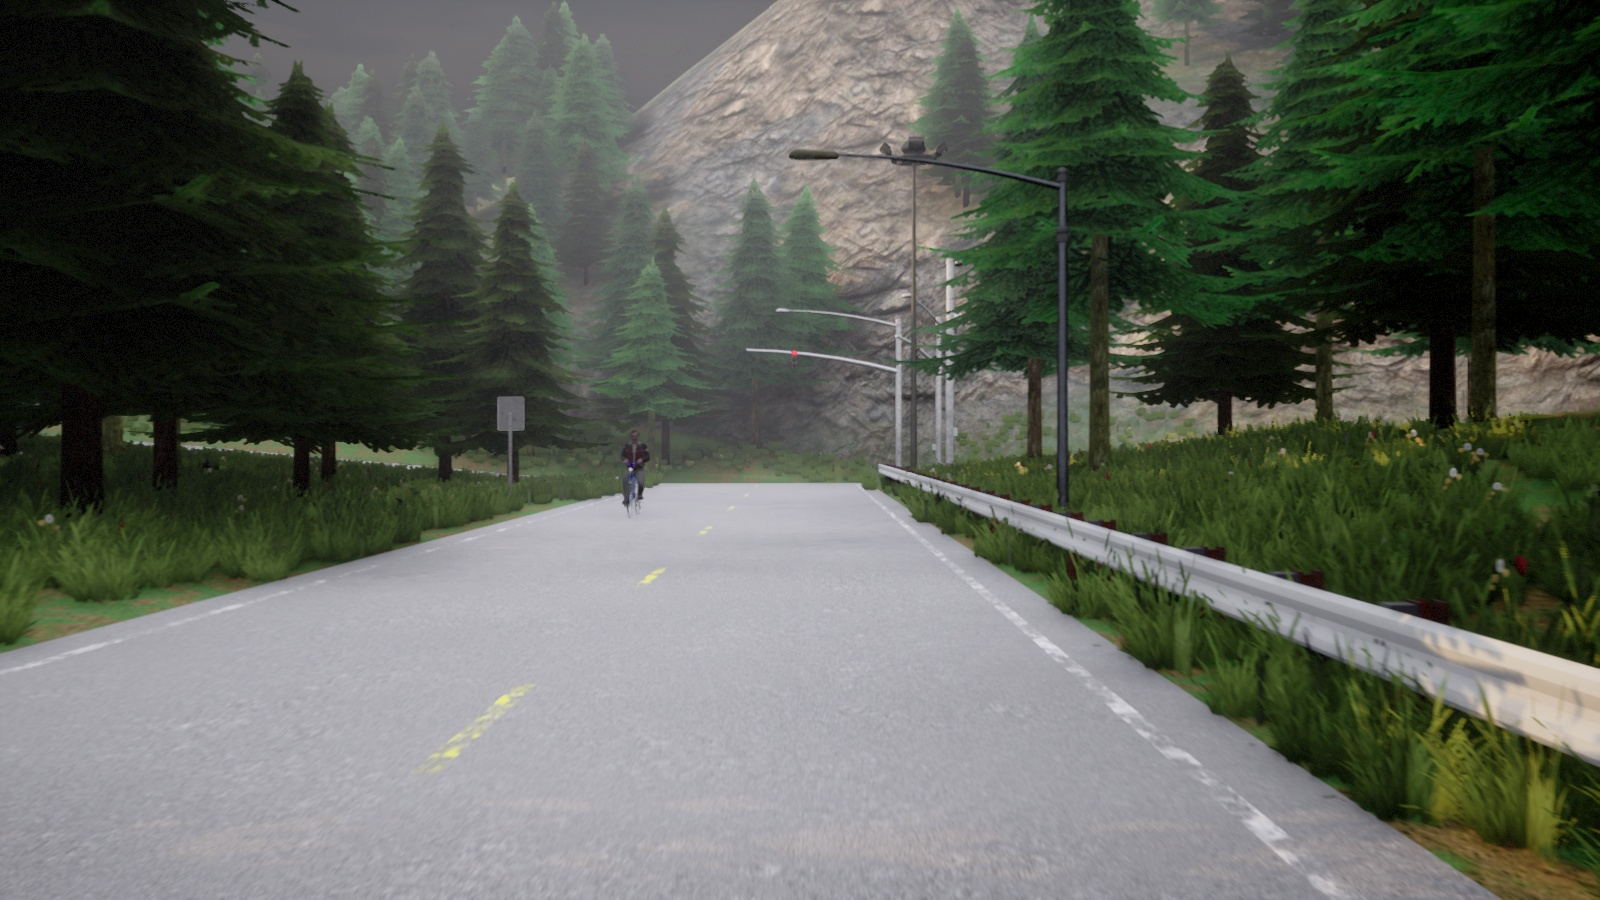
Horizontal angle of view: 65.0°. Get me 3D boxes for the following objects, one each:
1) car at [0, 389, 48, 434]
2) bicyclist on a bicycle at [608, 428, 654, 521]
[{"bbox_3d":[-39.966,-2.007,60.865,5.566,2.045,2.150,4,0,-3],"label":"car"},{"bbox_3d":[-3.342,0.473,25.006,0.659,1.776,1.843,0,0,0],"label":"bicyclist on a bicycle"}]
